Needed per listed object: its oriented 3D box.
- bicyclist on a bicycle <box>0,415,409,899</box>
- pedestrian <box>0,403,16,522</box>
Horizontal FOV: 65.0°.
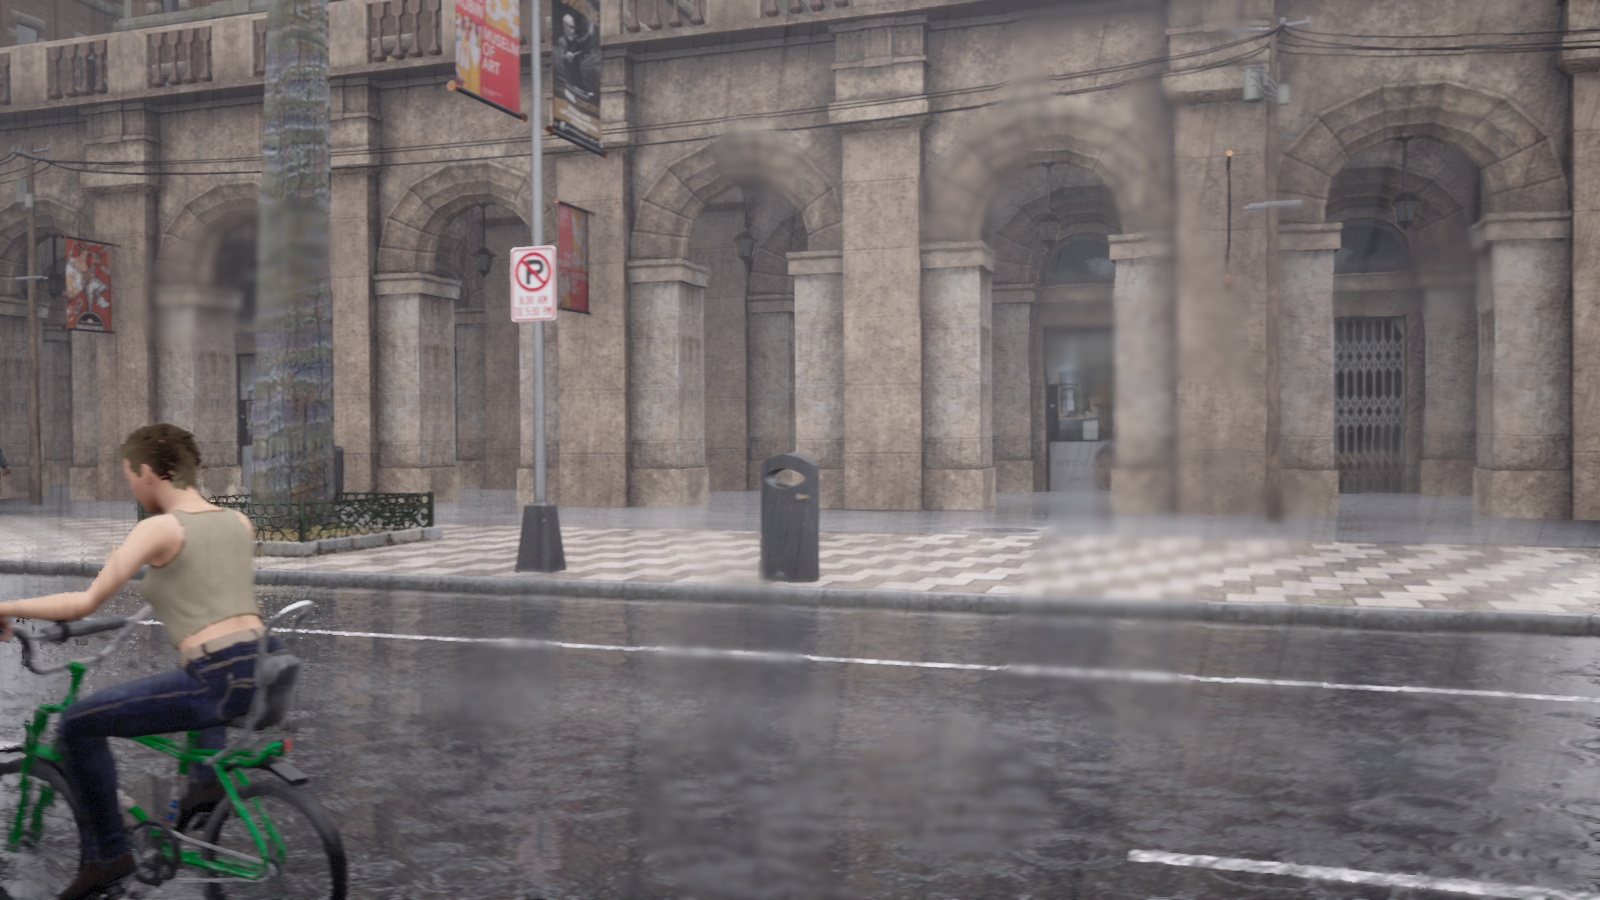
[{"bbox_3d":[-2.141,0.707,3.941,1.509,1.612,0.866,0,1,18],"label":"bicyclist on a bicycle"},{"bbox_3d":[-12.746,0.191,19.770,0.614,1.847,0.353,0,1,15],"label":"pedestrian"}]
